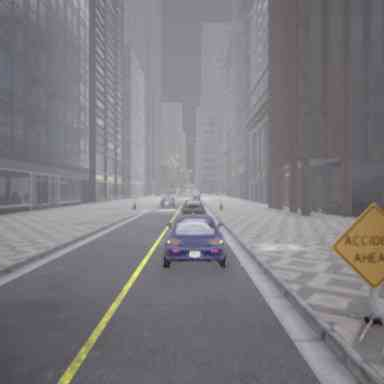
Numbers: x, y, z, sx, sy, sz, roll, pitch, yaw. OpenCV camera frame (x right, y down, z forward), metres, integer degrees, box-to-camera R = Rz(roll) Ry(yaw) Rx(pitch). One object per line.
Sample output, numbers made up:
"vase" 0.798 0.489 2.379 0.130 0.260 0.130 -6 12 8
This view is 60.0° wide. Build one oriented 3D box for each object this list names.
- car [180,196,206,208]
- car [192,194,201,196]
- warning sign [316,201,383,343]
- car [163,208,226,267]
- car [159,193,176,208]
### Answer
"car" 0.096 1.358 27.658 1.837 1.490 4.892 0 1 0
"car" 1.069 1.127 74.982 1.812 1.442 4.674 0 0 0
"warning sign" 2.712 1.088 4.985 1.300 1.860 1.060 0 0 0
"car" 0.087 1.465 11.093 1.812 1.442 4.674 0 0 0
"car" -3.073 1.262 42.809 2.128 1.511 4.902 0 0 0
